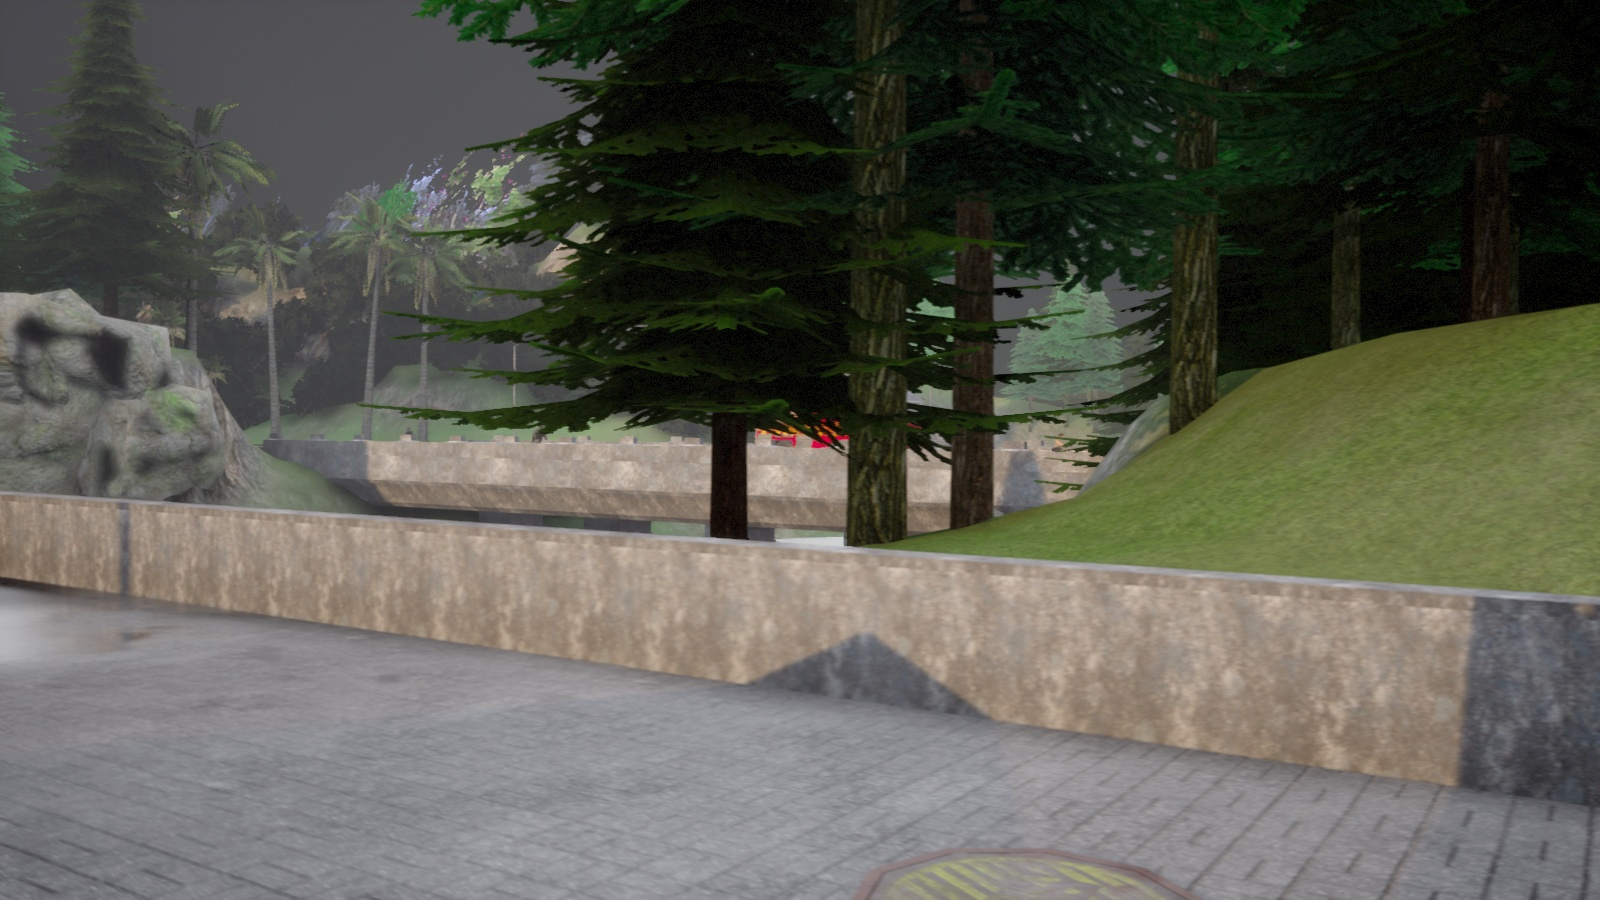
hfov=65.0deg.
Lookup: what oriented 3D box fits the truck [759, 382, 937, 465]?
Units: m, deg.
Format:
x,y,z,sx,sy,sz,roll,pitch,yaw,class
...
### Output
x,y,z,sx,sy,sz,roll,pitch,yaw,class
2.292,-1.252,62.120,8.468,3.827,2.891,0,1,34,truck
